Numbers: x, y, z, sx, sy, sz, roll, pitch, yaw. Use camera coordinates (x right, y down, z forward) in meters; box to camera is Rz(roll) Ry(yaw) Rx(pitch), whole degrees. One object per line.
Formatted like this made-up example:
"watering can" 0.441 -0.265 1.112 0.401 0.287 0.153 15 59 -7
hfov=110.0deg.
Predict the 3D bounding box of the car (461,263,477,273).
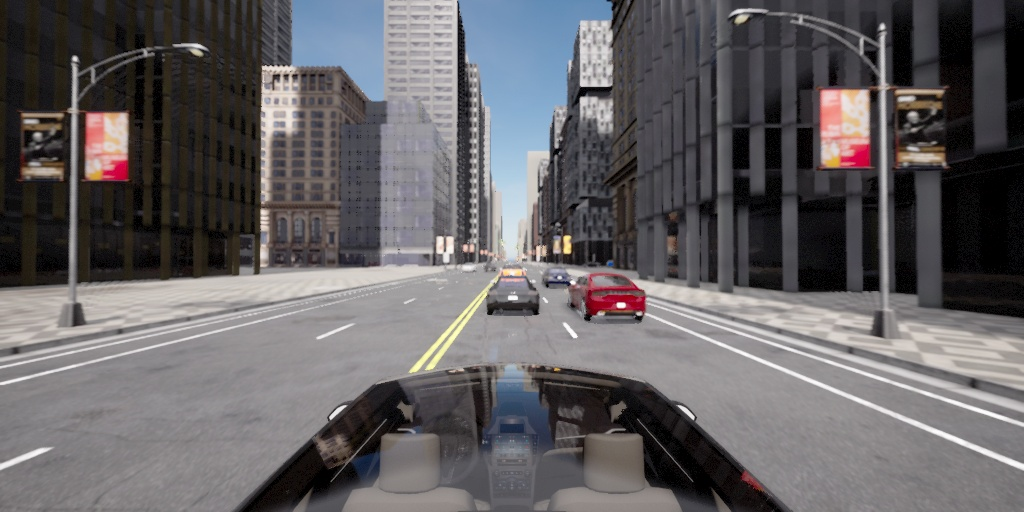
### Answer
"car" -6.580 1.798 55.018 1.812 1.442 4.674 0 -1 0

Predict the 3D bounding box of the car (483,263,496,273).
"car" -3.328 1.780 55.240 1.837 1.490 4.892 0 -1 0

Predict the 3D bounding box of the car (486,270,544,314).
"car" 0.049 1.440 14.429 1.994 1.385 4.181 0 0 0

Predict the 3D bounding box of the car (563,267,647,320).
"car" 3.287 1.341 13.212 1.882 1.535 5.008 0 0 0

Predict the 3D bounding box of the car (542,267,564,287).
"car" 3.273 1.547 26.990 2.033 1.411 5.357 0 -1 1

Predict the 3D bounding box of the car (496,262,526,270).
"car" 0.045 1.371 29.098 2.097 1.767 4.553 0 -1 0
